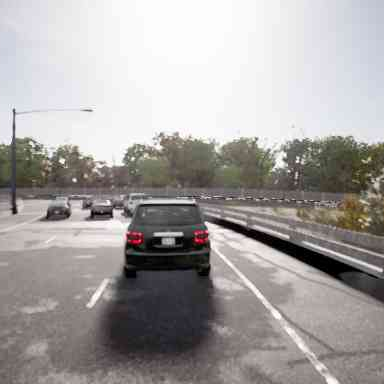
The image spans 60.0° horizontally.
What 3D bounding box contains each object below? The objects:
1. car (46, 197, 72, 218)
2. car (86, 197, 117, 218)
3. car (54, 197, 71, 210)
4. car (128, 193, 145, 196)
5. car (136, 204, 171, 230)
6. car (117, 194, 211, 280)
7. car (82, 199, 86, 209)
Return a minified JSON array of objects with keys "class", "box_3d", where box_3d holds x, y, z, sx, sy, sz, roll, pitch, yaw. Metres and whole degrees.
[{"class":"car","box_3d":[-11.510,1.466,28.976,1.812,1.442,4.674,0,0,-16]},{"class":"car","box_3d":[-8.055,1.428,29.600,2.128,1.511,4.902,0,0,-16]},{"class":"car","box_3d":[-16.899,1.414,43.213,1.837,1.490,4.892,0,0,-24]},{"class":"car","box_3d":[-5.616,1.150,33.589,2.150,2.045,5.566,0,0,-17]},{"class":"car","box_3d":[-2.625,1.552,21.884,1.895,1.301,4.718,0,0,-11]},{"class":"car","box_3d":[-0.780,1.197,10.124,2.150,2.045,5.566,0,0,-5]},{"class":"car","box_3d":[-13.463,1.507,44.141,1.895,1.301,4.718,0,0,-24]}]
